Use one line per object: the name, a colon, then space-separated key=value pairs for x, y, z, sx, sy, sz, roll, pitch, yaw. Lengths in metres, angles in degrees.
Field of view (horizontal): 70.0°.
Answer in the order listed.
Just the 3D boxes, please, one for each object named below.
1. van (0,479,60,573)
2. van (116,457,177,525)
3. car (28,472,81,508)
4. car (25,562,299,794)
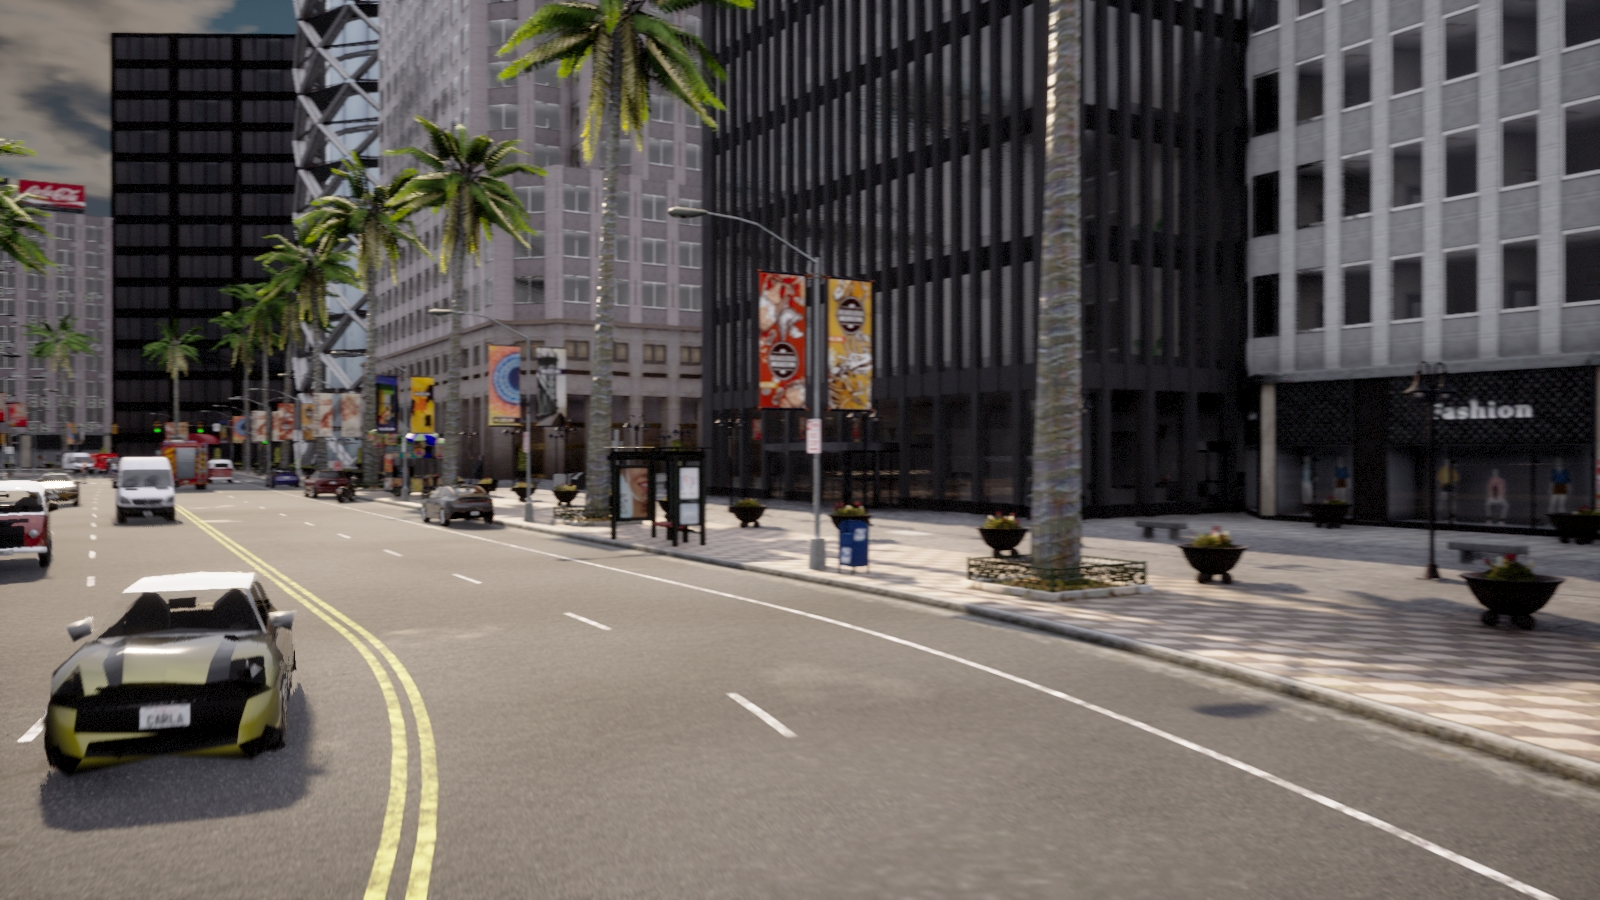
van: x=-19.456 y=1.804 z=28.067 sx=2.069 sy=2.038 sz=4.480 roll=0 pitch=0 yaw=-32
van: x=-26.532 y=1.564 z=46.285 sx=1.988 sy=2.561 sz=5.915 roll=0 pitch=0 yaw=-32
car: x=-38.382 y=2.035 z=58.917 sx=2.152 sy=1.651 sz=5.027 roll=0 pitch=0 yaw=-31
car: x=-6.145 y=2.071 z=11.469 sx=1.970 sy=1.475 sz=3.806 roll=0 pitch=0 yaw=-22
